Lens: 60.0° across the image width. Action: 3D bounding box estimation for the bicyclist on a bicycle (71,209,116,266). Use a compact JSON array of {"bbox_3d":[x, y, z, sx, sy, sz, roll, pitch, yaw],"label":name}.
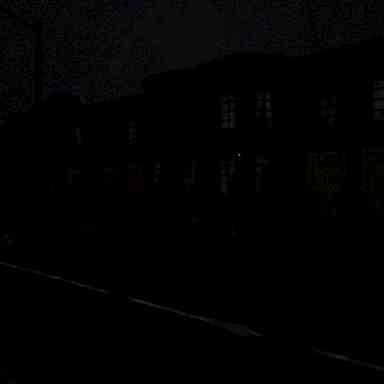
[{"bbox_3d":[-2.911,1.329,9.991,0.582,1.620,1.656,0,0,37],"label":"bicyclist on a bicycle"}]
